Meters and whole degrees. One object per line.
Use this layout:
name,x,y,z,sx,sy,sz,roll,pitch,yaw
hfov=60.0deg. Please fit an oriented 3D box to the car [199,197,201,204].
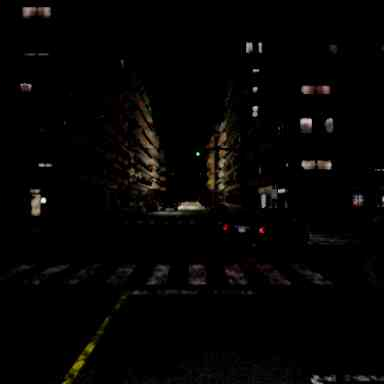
car,2.731,2.019,62.476,1.752,1.417,4.829,1,0,0

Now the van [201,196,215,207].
van,2.729,1.743,51.022,1.690,1.788,3.998,1,0,0

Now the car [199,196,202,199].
car,2.733,2.119,67.948,1.802,1.307,4.206,1,0,0

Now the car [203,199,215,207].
car,2.720,1.863,39.736,2.008,1.369,4.403,1,0,0

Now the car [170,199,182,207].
car,-2.997,2.096,62.651,1.895,1.301,4.718,0,0,1

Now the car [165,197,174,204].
car,-5.637,2.115,84.881,1.967,1.590,4.097,1,0,0

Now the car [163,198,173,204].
car,-5.641,2.180,79.237,2.008,1.369,4.403,1,0,0

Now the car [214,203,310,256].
car,3.229,1.464,14.082,2.097,1.767,4.553,0,0,40

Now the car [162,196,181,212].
car,-3.070,1.583,45.920,2.150,2.045,5.566,0,0,0

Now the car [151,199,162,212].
car,-5.656,1.798,45.383,1.967,1.590,4.097,1,0,0

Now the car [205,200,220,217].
car,2.717,1.834,34.094,1.947,1.339,4.313,1,0,0

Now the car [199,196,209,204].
car,2.743,1.943,79.234,2.192,1.841,5.009,1,0,0

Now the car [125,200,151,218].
car,-5.662,1.793,33.927,1.752,1.417,4.829,1,0,0

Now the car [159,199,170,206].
car,-5.646,2.083,67.952,1.887,1.381,4.507,1,0,0

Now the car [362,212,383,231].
car,13.650,1.773,22.273,4.097,1.590,1.967,0,-2,1
